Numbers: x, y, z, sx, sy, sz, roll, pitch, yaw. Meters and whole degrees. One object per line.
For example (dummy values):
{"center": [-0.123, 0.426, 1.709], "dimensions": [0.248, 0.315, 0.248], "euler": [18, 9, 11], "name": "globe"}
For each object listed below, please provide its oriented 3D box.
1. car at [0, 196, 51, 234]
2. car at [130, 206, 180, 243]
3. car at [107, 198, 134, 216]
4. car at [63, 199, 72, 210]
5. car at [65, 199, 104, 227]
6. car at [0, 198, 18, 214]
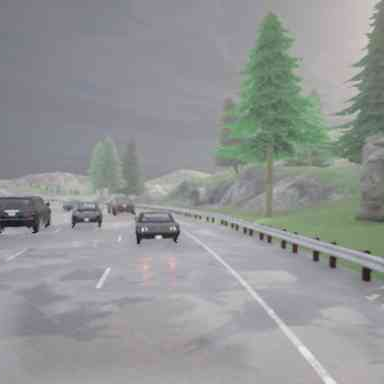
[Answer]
{"center": [-9.740, 1.220, 19.426], "dimensions": [2.150, 2.045, 5.566], "euler": [0, 0, -14], "name": "car"}
{"center": [-1.838, 1.591, 16.069], "dimensions": [1.895, 1.301, 4.718], "euler": [0, 0, -11], "name": "car"}
{"center": [-7.177, 1.337, 33.219], "dimensions": [2.097, 1.767, 4.553], "euler": [0, 0, -23], "name": "car"}
{"center": [-14.278, 1.554, 39.990], "dimensions": [1.994, 1.385, 4.181], "euler": [0, 0, -28], "name": "car"}
{"center": [-7.135, 1.484, 22.739], "dimensions": [2.128, 1.511, 4.902], "euler": [0, 0, -16], "name": "car"}
{"center": [-20.170, 1.493, 36.249], "dimensions": [2.128, 1.511, 4.902], "euler": [0, 0, -28], "name": "car"}
